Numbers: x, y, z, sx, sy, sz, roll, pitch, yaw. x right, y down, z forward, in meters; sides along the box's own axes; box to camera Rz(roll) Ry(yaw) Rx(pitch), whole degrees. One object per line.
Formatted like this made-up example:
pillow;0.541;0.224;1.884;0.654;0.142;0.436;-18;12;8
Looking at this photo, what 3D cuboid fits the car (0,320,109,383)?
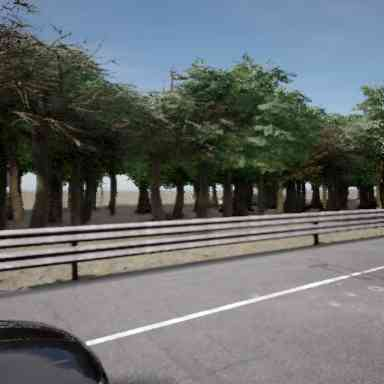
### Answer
car;-2.856;1.488;1.677;4.902;1.511;2.128;0;0;-36
